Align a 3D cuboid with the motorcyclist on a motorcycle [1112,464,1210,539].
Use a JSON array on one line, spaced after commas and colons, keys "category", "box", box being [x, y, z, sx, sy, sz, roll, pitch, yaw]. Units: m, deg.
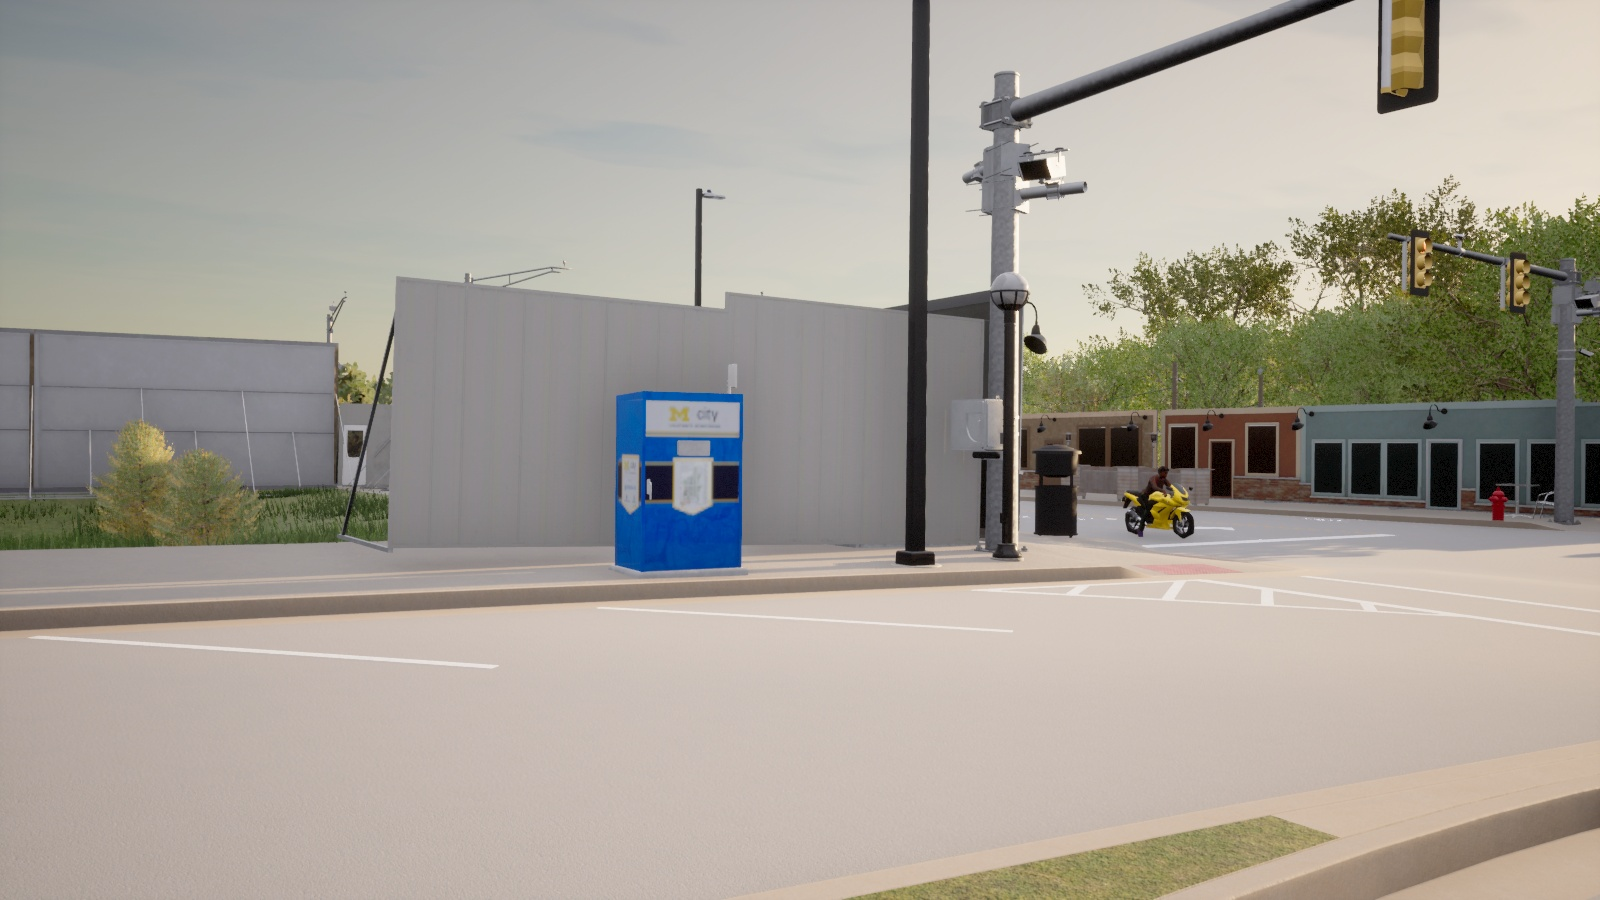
[{"category": "motorcyclist on a motorcycle", "box": [7.667, 1.065, 26.779, 0.797, 1.523, 2.044, 0, 0, -29]}]
